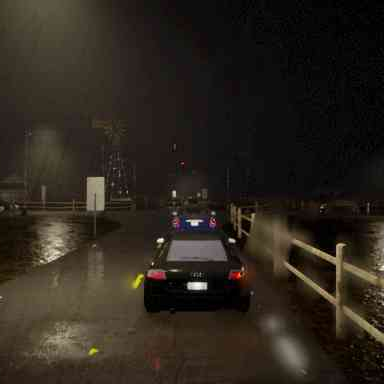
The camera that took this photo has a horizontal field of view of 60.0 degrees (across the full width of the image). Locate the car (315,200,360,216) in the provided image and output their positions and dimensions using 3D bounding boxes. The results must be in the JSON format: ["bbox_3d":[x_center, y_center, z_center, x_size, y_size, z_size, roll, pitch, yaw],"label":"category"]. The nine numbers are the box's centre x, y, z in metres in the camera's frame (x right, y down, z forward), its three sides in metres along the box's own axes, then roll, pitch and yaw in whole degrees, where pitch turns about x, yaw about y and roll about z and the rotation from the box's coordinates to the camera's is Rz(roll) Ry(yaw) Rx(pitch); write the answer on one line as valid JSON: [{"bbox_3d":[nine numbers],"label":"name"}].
[{"bbox_3d":[16.315,1.730,37.614,4.553,1.767,2.097,1,-2,0],"label":"car"}]

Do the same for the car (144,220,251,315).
[{"bbox_3d":[0.101,1.573,7.678,1.994,1.385,4.181,0,0,0],"label":"car"}]

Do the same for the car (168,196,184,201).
[{"bbox_3d":[-2.813,1.681,55.396,2.128,1.511,4.902,0,0,0],"label":"car"}]

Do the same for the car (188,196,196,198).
[{"bbox_3d":[0.127,1.812,69.880,1.812,1.442,4.674,0,0,0],"label":"car"}]

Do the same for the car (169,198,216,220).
[{"bbox_3d":[0.104,1.380,16.321,2.097,1.767,4.553,0,0,0],"label":"car"}]

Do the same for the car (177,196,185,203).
[{"bbox_3d":[-2.700,1.883,85.280,1.882,1.535,5.008,0,0,0],"label":"car"}]

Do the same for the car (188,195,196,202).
[{"bbox_3d":[0.054,1.810,90.398,2.097,1.767,4.553,0,-1,0],"label":"car"}]

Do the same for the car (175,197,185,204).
[{"bbox_3d":[-2.709,1.879,75.151,1.994,1.385,4.181,0,0,0],"label":"car"}]

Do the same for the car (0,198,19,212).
[{"bbox_3d":[-20.292,1.292,34.000,4.892,1.490,1.837,1,-2,0],"label":"car"}]

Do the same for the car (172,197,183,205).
[{"bbox_3d":[-2.757,1.731,65.200,1.882,1.535,5.008,0,0,1],"label":"car"}]
